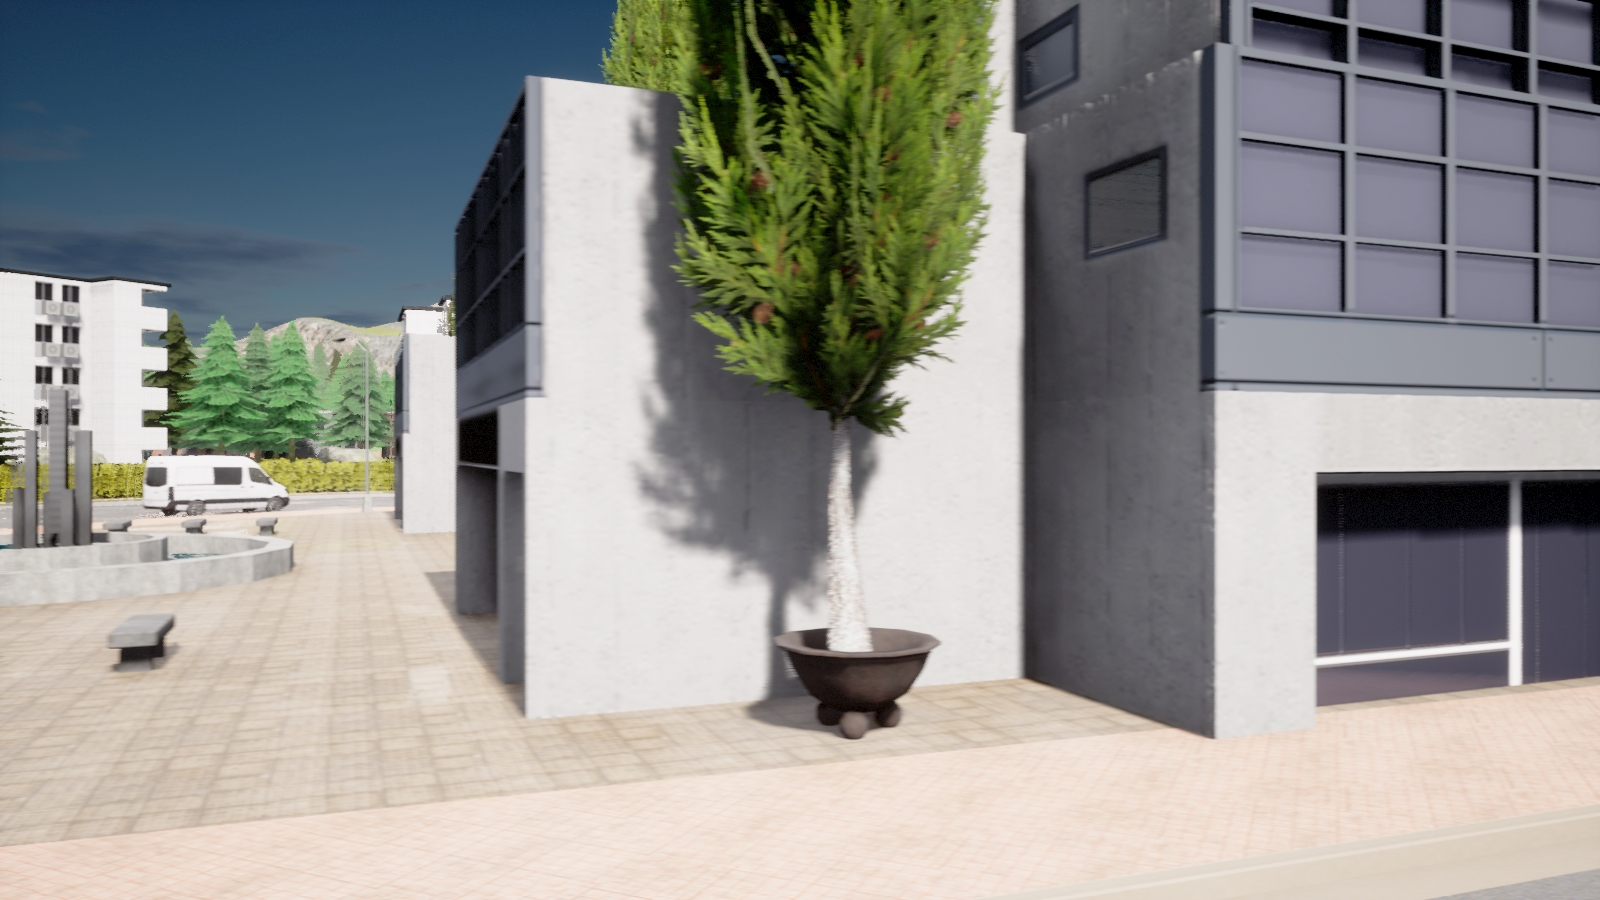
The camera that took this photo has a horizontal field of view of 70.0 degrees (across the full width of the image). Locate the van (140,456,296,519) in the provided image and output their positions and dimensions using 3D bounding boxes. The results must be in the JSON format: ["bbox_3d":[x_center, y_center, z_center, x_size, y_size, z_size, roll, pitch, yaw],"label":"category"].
[{"bbox_3d":[-25.059,1.535,49.473,1.988,2.561,5.915,0,0,29],"label":"van"}]
